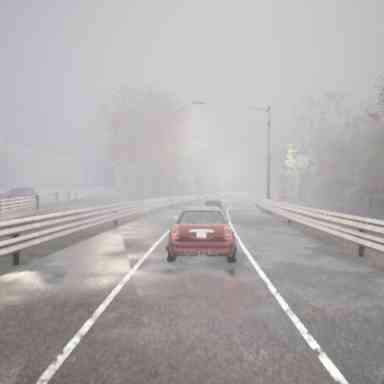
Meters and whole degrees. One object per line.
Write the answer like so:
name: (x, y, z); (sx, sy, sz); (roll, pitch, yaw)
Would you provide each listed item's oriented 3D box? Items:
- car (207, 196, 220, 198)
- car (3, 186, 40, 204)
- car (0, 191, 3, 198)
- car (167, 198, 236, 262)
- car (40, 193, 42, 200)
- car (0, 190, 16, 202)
car: (2.463, 1.189, 38.023); (1.882, 1.535, 5.008); (0, 1, 7)
car: (-21.556, 0.225, 42.343); (2.150, 2.045, 5.566); (0, 6, -12)
car: (-25.082, 0.703, 41.984); (1.994, 1.385, 4.181); (0, 1, -13)
car: (0.358, 1.268, 11.923); (2.097, 1.767, 4.553); (0, 1, 2)
car: (-22.902, 0.559, 47.524); (1.882, 1.535, 5.008); (0, 0, -13)
car: (-26.222, 0.557, 46.350); (1.882, 1.535, 5.008); (0, 1, -13)
